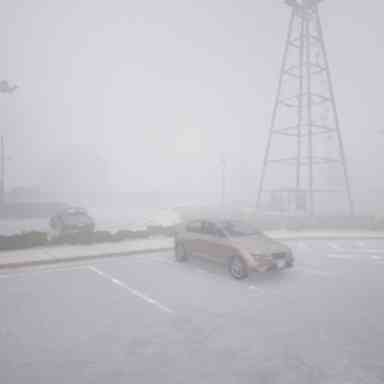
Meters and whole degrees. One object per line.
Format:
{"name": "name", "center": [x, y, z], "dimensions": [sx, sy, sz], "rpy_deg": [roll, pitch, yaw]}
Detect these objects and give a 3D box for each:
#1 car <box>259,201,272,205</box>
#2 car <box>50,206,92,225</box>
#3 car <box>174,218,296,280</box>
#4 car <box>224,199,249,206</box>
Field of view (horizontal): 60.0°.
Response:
{"name": "car", "center": [10.786, 1.900, 44.673], "dimensions": [1.994, 1.385, 4.181], "rpy_deg": [1, 0, -34]}
{"name": "car", "center": [-7.270, 1.577, 20.100], "dimensions": [1.784, 1.438, 3.905], "rpy_deg": [1, 0, -35]}
{"name": "car", "center": [1.110, 1.571, 10.266], "dimensions": [1.816, 1.474, 4.193], "rpy_deg": [1, 0, -35]}
{"name": "car", "center": [6.966, 1.843, 55.367], "dimensions": [5.008, 1.535, 1.882], "rpy_deg": [0, 0, 32]}
